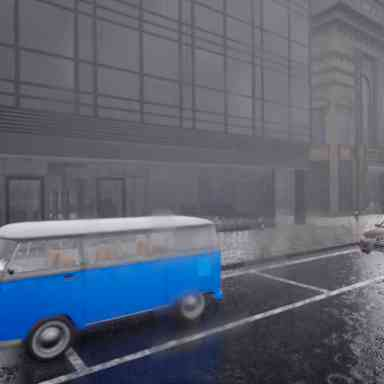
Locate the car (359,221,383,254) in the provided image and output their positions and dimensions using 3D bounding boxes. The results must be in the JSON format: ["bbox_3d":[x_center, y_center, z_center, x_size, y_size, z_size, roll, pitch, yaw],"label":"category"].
[{"bbox_3d":[7.804,1.537,12.130,4.206,1.307,1.802,0,0,-36],"label":"car"}]

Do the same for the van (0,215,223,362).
[{"bbox_3d":[-1.347,1.335,5.587,3.998,1.788,1.690,0,0,-36],"label":"van"}]
